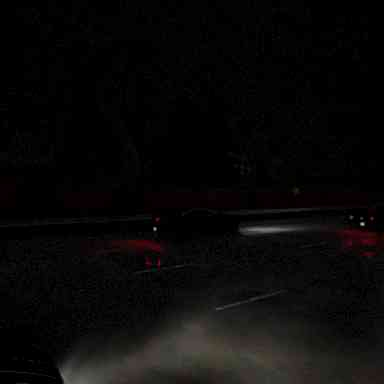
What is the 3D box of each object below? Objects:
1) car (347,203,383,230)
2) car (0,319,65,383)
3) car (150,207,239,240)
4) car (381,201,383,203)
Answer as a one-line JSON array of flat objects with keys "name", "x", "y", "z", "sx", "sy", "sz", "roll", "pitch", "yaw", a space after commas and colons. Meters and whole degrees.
[{"name": "car", "x": 11.902, "y": 1.600, "z": 21.040, "sx": 4.718, "sy": 1.301, "sz": 1.895, "roll": 0, "pitch": 0, "yaw": -36}, {"name": "car", "x": -2.970, "y": 1.353, "z": 1.620, "sx": 4.553, "sy": 1.767, "sz": 2.097, "roll": 0, "pitch": 0, "yaw": -36}, {"name": "car", "x": 0.226, "y": 1.492, "z": 16.884, "sx": 4.902, "sy": 1.511, "sz": 2.128, "roll": 0, "pitch": 0, "yaw": -36}, {"name": "car", "x": 17.854, "y": 1.525, "z": 29.693, "sx": 4.674, "sy": 1.442, "sz": 1.812, "roll": 0, "pitch": 0, "yaw": -36}]
